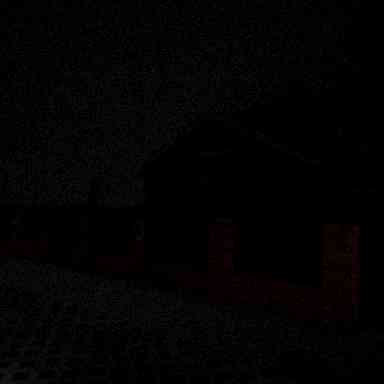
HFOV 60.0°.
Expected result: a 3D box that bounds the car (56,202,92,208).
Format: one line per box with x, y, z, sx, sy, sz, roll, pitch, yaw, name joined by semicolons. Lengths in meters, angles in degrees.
-9.202;1.565;24.609;2.097;1.767;4.553;-1;-1;35;car
